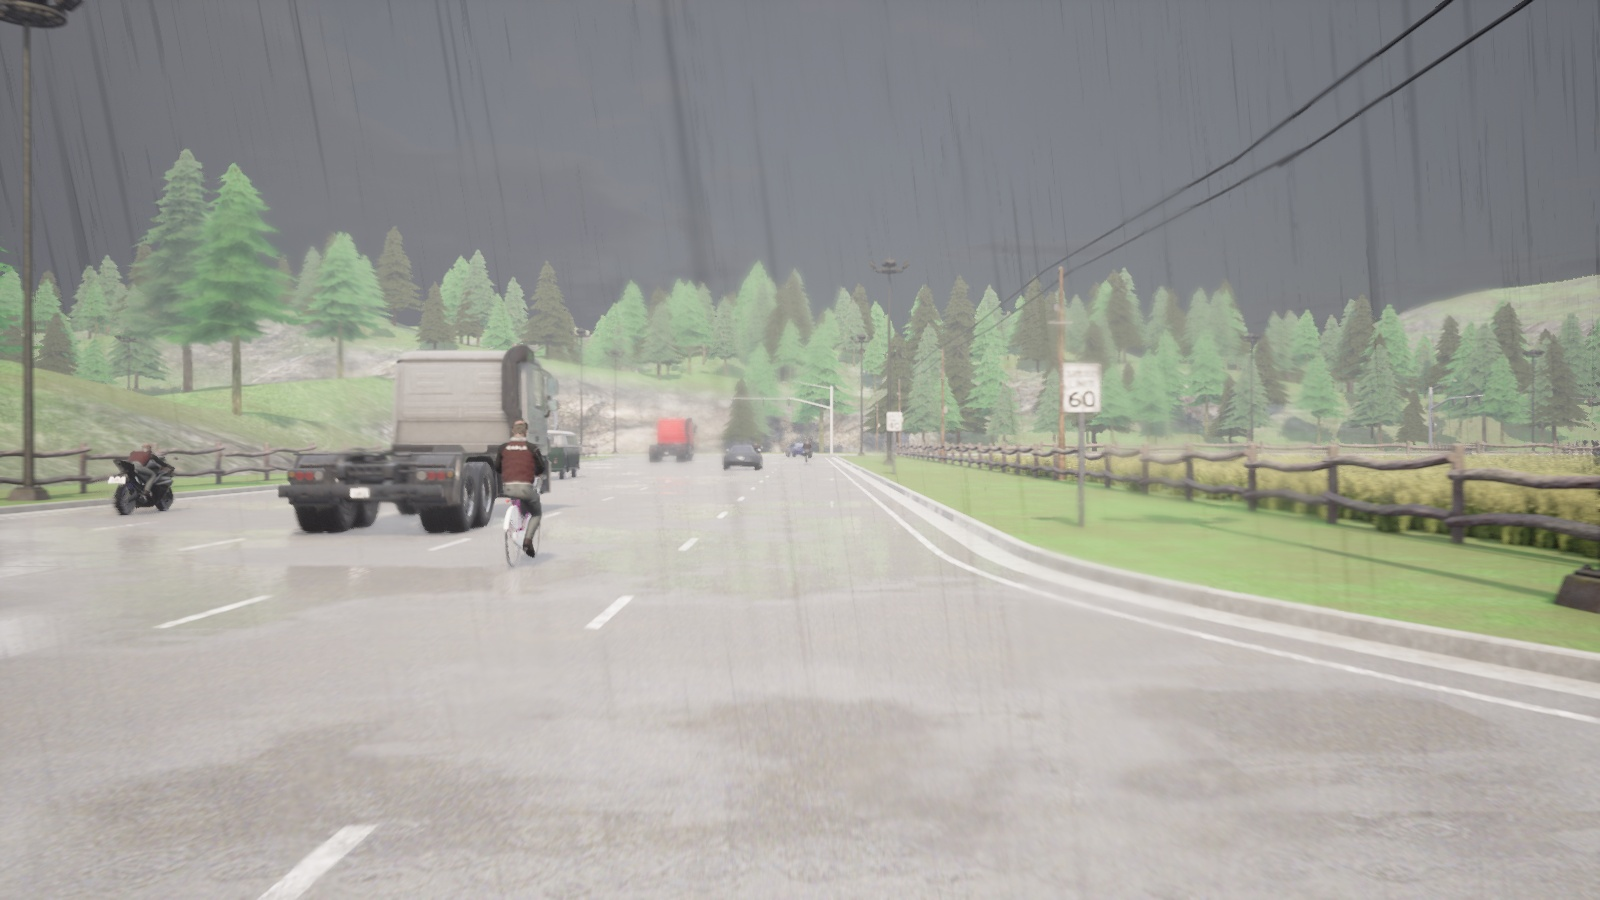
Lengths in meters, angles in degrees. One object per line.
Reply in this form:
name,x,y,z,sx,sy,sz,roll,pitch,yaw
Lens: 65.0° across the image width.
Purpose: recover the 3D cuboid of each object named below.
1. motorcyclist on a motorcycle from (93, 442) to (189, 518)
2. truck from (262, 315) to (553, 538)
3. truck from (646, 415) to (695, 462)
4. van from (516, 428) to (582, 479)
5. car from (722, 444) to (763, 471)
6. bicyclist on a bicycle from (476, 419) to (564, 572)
motorcyclist on a motorcycle,-13.835,0.602,26.454,0.866,1.530,2.191,0,0,0
truck,-6.852,-0.389,23.402,2.891,3.462,7.936,0,0,0
truck,-9.935,-0.859,97.103,2.891,3.462,7.936,0,0,0
van,-10.195,0.160,51.301,1.775,1.987,4.442,0,0,0
car,-3.099,0.375,68.276,1.994,1.385,4.181,0,0,0
bicyclist on a bicycle,-3.398,0.517,15.406,0.659,1.776,1.843,0,1,0
